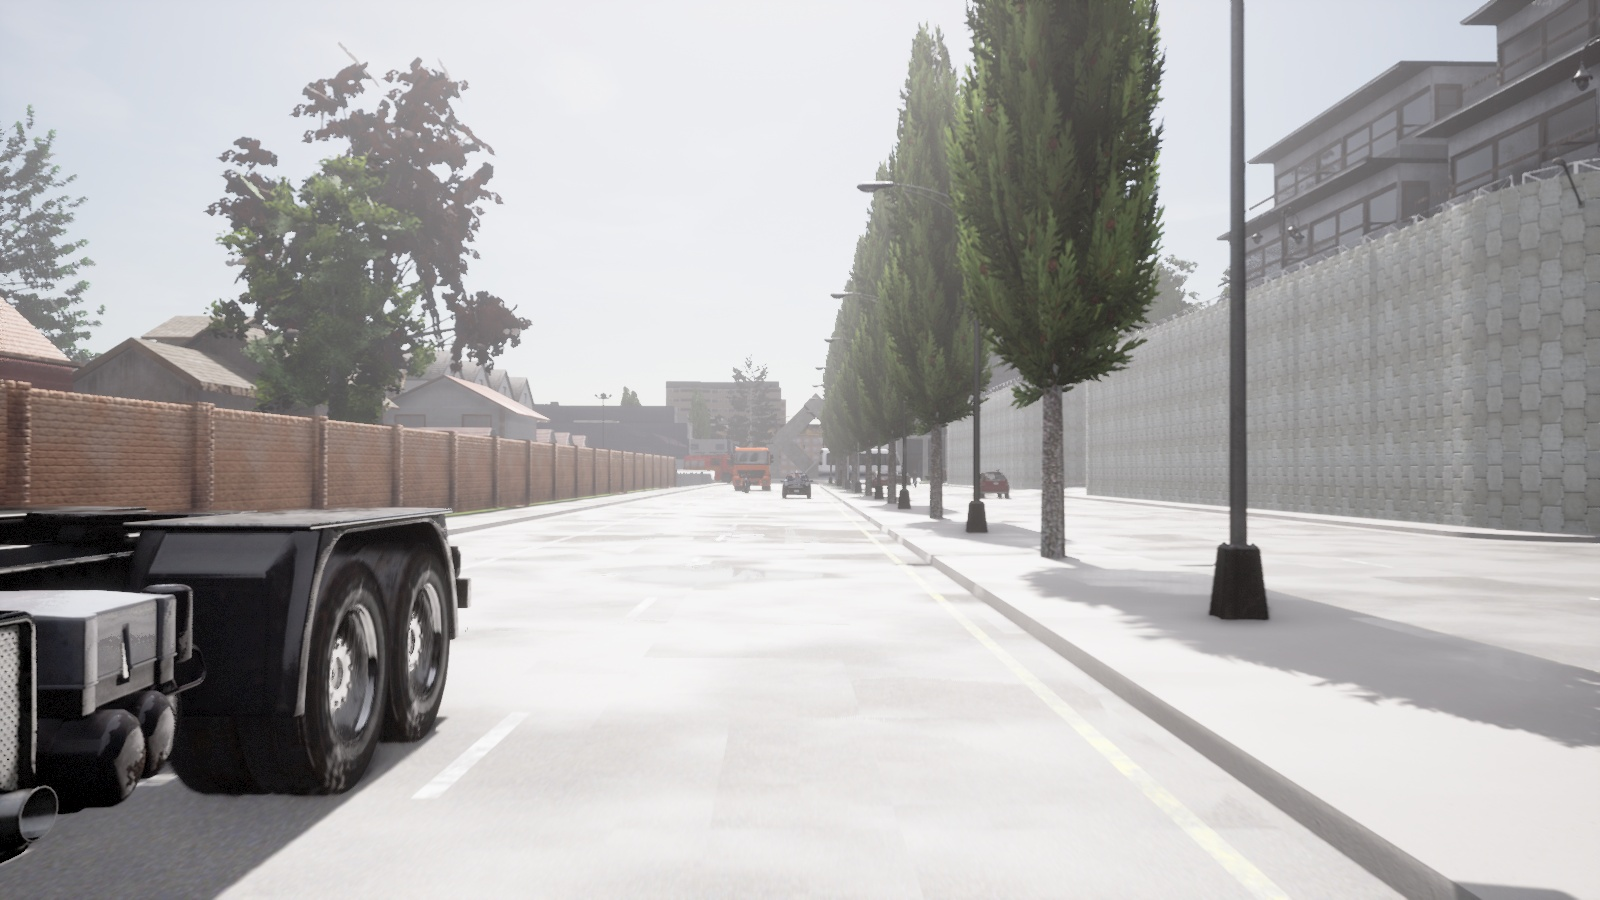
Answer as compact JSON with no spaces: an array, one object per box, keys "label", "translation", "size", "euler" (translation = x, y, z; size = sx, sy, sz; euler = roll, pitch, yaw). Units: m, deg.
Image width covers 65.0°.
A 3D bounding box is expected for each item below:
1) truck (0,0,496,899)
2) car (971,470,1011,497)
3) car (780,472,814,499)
[{"label":"truck","translation":[-3.515,-0.076,4.621],"size":[2.891,3.462,7.936],"euler":[0,-1,0]},{"label":"car","translation":[11.320,1.993,74.506],"size":[1.789,1.549,3.705],"euler":[0,-1,0]},{"label":"car","translation":[-0.173,2.032,71.819],"size":[1.845,1.501,3.633],"euler":[0,-1,0]}]
